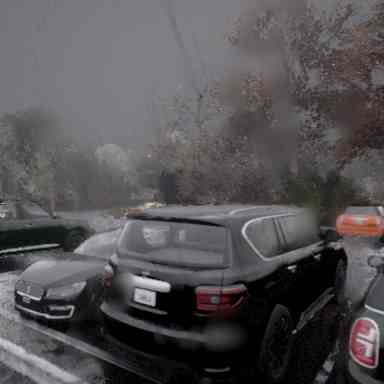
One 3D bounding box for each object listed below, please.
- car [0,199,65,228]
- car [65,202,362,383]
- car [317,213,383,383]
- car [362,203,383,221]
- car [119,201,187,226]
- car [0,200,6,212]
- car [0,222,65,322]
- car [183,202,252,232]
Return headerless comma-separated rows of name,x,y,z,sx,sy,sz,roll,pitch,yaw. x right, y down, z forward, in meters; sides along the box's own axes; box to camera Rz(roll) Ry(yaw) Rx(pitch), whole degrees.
car,-5.795,1.225,10.611,2.435,2.045,5.566,0,0,36
car,1.052,1.213,5.726,2.435,2.045,5.566,0,0,35
car,3.298,1.340,4.052,2.185,1.767,4.553,0,0,35
car,8.577,1.339,16.351,2.185,1.767,4.553,0,0,35
car,-2.741,1.501,24.461,2.097,1.535,5.008,-1,0,36
car,-25.919,1.766,41.019,2.002,1.452,4.674,-1,0,36
car,-1.245,1.465,7.337,2.231,1.521,4.892,0,0,35
car,1.796,1.476,21.233,2.097,1.535,5.008,0,0,36
